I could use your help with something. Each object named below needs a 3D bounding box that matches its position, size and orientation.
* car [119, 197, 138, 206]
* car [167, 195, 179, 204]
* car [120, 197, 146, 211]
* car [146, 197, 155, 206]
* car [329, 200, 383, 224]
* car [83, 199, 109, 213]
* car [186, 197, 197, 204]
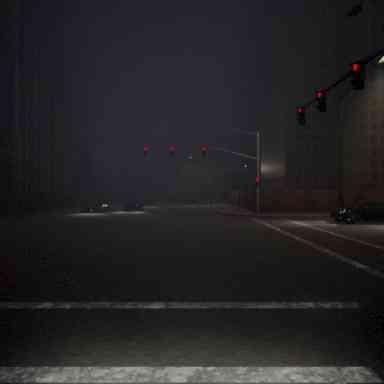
[{"bbox_3d":[-10.684,1.547,56.262,2.033,1.411,5.357,0,0,0],"label":"car"},{"bbox_3d":[-3.627,1.352,64.942,2.097,1.767,4.553,0,0,0],"label":"car"},{"bbox_3d":[-7.158,1.526,40.579,1.812,1.442,4.674,0,0,-1],"label":"car"},{"bbox_3d":[-7.186,1.525,53.069,1.812,1.442,4.674,0,0,0],"label":"car"},{"bbox_3d":[12.366,1.352,23.919,4.553,1.767,2.097,0,0,0],"label":"car"},{"bbox_3d":[-10.709,1.547,37.586,2.033,1.411,5.357,0,0,-3],"label":"car"},{"bbox_3d":[-0.127,1.564,64.979,1.994,1.385,4.181,0,0,0],"label":"car"}]
